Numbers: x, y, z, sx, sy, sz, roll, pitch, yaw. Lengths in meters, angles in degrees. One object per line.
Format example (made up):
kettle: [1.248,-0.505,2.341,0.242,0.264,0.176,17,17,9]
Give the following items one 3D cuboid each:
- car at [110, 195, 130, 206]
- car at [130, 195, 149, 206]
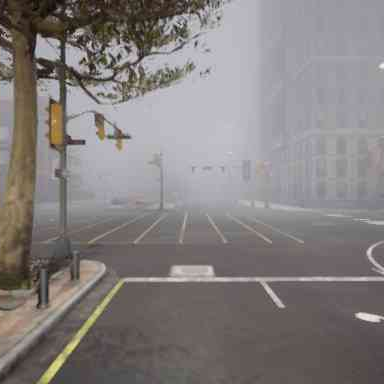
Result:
car: [-11.581,1.452,52.830,1.994,1.385,4.181,0,0,0]
car: [-8.080,1.364,53.346,1.882,1.535,5.008,0,0,0]
